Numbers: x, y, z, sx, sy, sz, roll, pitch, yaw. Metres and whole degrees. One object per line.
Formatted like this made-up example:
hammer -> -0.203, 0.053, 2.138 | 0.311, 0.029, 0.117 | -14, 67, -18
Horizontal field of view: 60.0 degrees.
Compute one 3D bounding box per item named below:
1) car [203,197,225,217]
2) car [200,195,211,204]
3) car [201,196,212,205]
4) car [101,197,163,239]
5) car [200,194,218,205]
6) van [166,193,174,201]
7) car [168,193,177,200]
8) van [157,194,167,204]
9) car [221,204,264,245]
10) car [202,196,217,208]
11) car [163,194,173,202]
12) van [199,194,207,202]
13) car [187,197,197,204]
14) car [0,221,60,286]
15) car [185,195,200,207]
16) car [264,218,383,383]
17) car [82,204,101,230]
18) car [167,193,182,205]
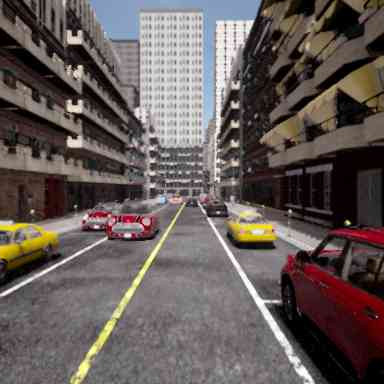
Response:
car -> 2.217, 1.480, 30.399 | 1.837, 1.490, 4.892 | 0, 0, 0
car -> 2.529, 1.385, 65.000 | 1.967, 1.590, 4.097 | -1, 0, 0
car -> 2.532, 1.475, 59.621 | 1.752, 1.417, 4.829 | -1, 0, 0
car -> -2.858, 1.339, 17.004 | 2.097, 1.767, 4.553 | 0, 0, 0
car -> 2.536, 1.280, 42.803 | 2.192, 1.841, 5.009 | -1, 0, 0
van -> -5.359, 1.268, 81.624 | 1.690, 1.788, 3.998 | -1, 0, 0
car -> -5.364, 1.229, 92.723 | 2.192, 1.841, 5.009 | -1, 0, 0
van -> -5.351, 1.291, 59.428 | 1.690, 1.788, 3.998 | -1, 0, 0
car -> 2.549, 1.514, 15.229 | 1.752, 1.417, 4.829 | -1, 0, 0
car -> 2.535, 1.400, 48.353 | 1.967, 1.590, 4.097 | -1, 0, 0
car -> -5.356, 1.373, 76.075 | 1.967, 1.590, 4.097 | -1, 0, 0
van -> 2.523, 1.274, 76.098 | 1.690, 1.788, 3.998 | -1, 0, 0
car -> -0.024, 1.547, 63.394 | 1.895, 1.301, 4.718 | 0, 0, 0
car -> -5.329, 1.519, 9.316 | 1.752, 1.417, 4.829 | -1, 0, 0
car -> -0.019, 1.484, 50.003 | 1.812, 1.442, 4.674 | 0, 0, 0
car -> 2.551, 1.312, 3.961 | 2.192, 1.841, 5.009 | -1, 0, 0
car -> -5.334, 1.425, 20.584 | 1.967, 1.590, 4.097 | -1, 0, 0
car -> -2.817, 1.302, 59.145 | 2.097, 1.767, 4.553 | 0, 0, 1
